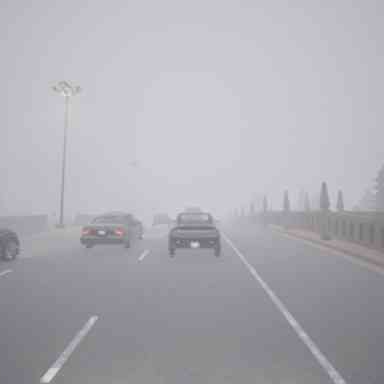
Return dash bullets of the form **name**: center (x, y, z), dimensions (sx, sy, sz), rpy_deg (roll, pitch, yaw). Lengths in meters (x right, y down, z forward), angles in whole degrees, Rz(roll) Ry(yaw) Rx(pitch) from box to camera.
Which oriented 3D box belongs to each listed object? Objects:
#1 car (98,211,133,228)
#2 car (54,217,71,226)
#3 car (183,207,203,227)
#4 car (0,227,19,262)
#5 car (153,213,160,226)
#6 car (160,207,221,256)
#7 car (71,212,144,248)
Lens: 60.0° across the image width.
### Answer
- **car**: center (-6.901, 2.517, 30.610), dimensions (2.033, 1.411, 5.357), rpy_deg (0, -5, 0)
- **car**: center (-21.051, 4.855, 54.985), dimensions (2.097, 1.767, 4.553), rpy_deg (0, -6, 0)
- **car**: center (0.099, 2.818, 37.112), dimensions (2.150, 2.045, 5.566), rpy_deg (0, -6, 0)
- **car**: center (-6.908, 1.368, 9.437), dimensions (2.097, 1.767, 4.553), rpy_deg (0, 0, 0)
- **car**: center (-3.402, 3.245, 38.564), dimensions (2.128, 1.511, 4.902), rpy_deg (0, -6, 0)
- **car**: center (0.097, 1.556, 13.281), dimensions (2.128, 1.511, 4.902), rpy_deg (0, -1, 0)
- **car**: center (-3.401, 1.652, 15.052), dimensions (2.033, 1.411, 5.357), rpy_deg (0, -2, 0)
